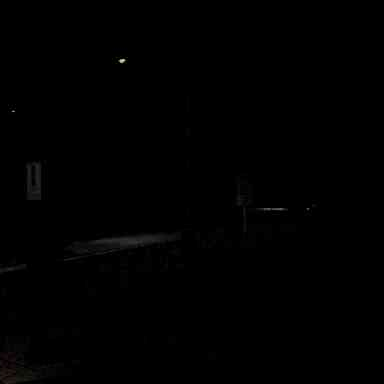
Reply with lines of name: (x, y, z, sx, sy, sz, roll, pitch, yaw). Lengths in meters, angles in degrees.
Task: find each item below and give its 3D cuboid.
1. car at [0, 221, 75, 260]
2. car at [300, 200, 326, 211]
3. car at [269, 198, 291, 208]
car: (-6.205, 1.572, 10.576, 1.895, 1.301, 4.718, -1, 0, 35)
car: (14.598, 1.610, 39.945, 1.895, 1.301, 4.718, -1, -1, 35)
car: (13.097, 1.617, 49.072, 1.812, 1.442, 4.674, -1, -1, 35)
